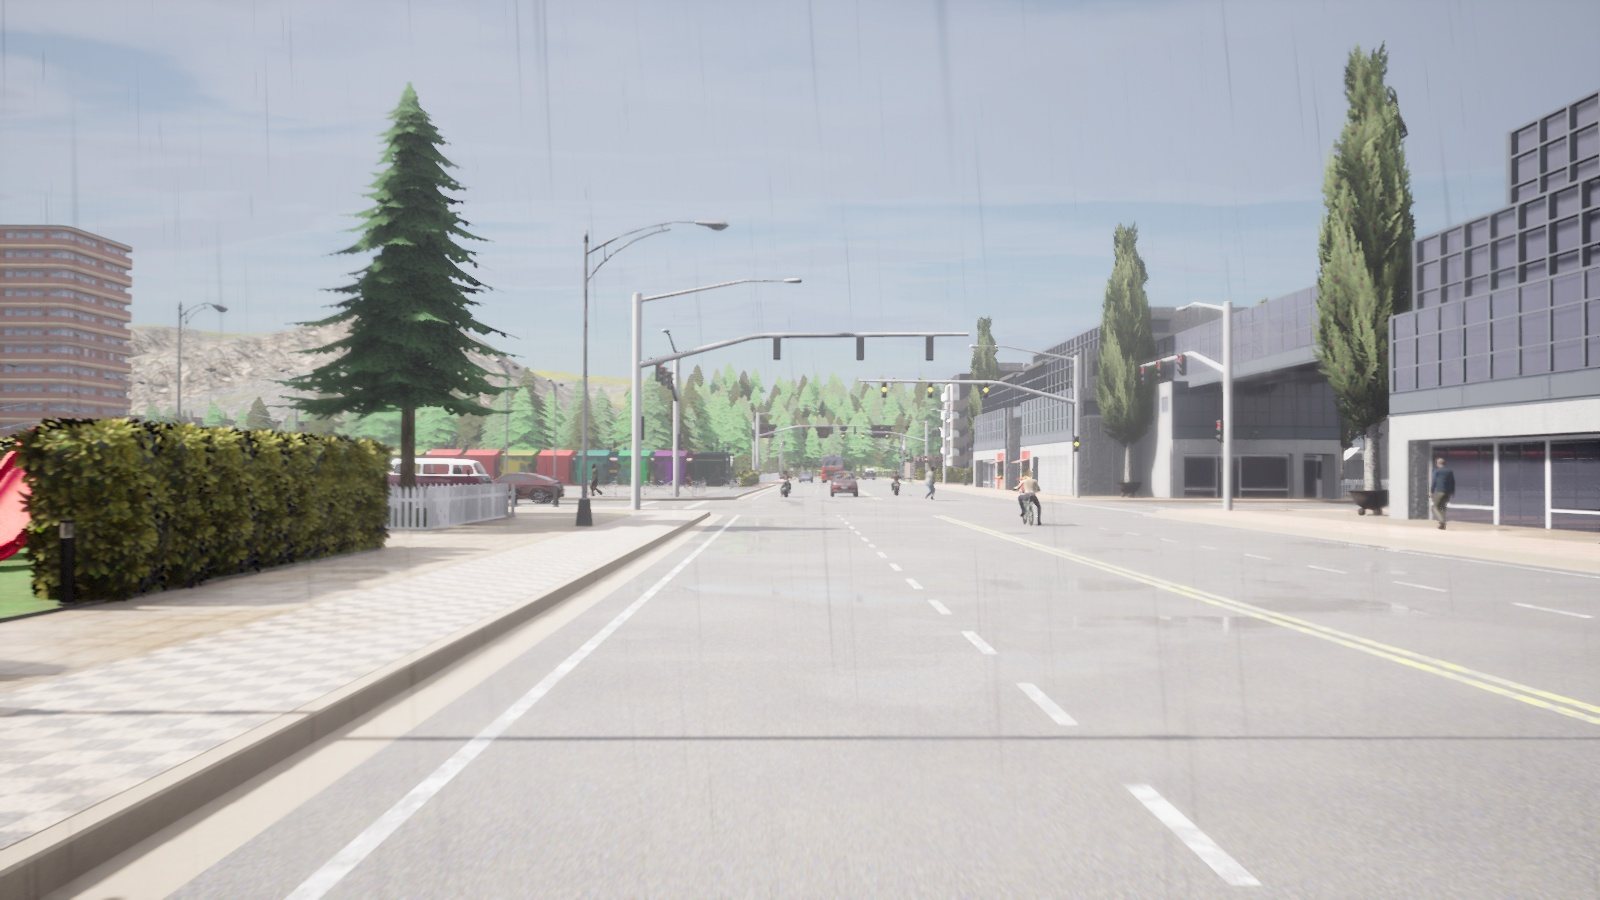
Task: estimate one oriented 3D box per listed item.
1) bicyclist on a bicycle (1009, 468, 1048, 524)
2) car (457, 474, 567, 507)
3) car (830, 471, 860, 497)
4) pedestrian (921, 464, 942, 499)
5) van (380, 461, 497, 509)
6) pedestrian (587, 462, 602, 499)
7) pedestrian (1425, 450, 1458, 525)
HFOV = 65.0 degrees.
[{"bbox_3d":[6.689,1.342,36.860,0.866,1.612,1.509,0,-1,0],"label":"bicyclist on a bicycle"},{"bbox_3d":[-13.251,1.862,57.906,4.674,1.442,1.812,0,-1,-1],"label":"car"},{"bbox_3d":[2.750,2.076,77.266,1.789,1.549,3.705,0,-1,1],"label":"car"},{"bbox_3d":[7.066,1.701,67.433,0.900,1.855,0.874,0,-1,-12],"label":"pedestrian"},{"bbox_3d":[-15.619,1.510,54.372,4.480,2.038,2.069,0,-1,-1],"label":"van"},{"bbox_3d":[-10.824,1.624,66.189,0.692,1.930,0.395,0,-1,2],"label":"pedestrian"},{"bbox_3d":[15.943,0.933,31.232,0.402,1.842,0.726,0,-1,-4],"label":"pedestrian"}]
